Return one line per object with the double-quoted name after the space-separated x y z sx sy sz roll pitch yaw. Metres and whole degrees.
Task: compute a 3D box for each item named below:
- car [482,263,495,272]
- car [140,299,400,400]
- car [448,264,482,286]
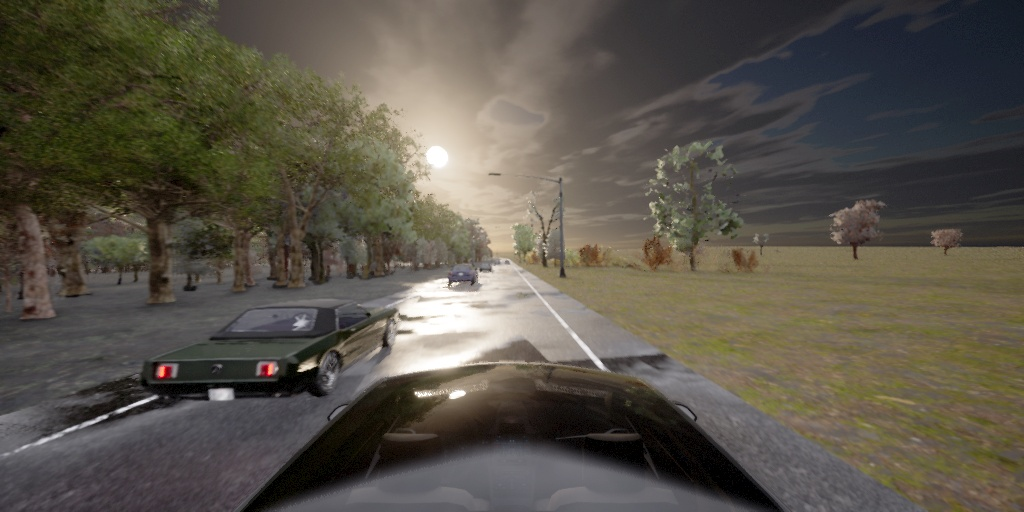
-4.350 1.890 59.874 1.994 1.385 4.181 -1 0 -1 "car"
-3.631 1.455 6.668 1.895 1.301 4.718 -1 -1 -1 "car"
-3.945 1.417 29.555 2.097 1.767 4.553 -1 -1 -1 "car"
